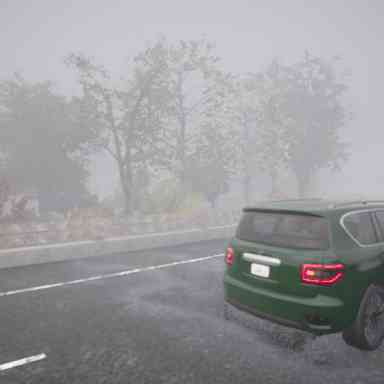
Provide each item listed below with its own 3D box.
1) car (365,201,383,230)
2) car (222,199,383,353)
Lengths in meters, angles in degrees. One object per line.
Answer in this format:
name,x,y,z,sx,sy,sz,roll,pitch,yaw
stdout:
car,12.128,1.293,19.708,2.033,1.411,5.357,0,0,42
car,3.042,1.151,6.327,5.566,2.045,2.150,-1,1,-39
